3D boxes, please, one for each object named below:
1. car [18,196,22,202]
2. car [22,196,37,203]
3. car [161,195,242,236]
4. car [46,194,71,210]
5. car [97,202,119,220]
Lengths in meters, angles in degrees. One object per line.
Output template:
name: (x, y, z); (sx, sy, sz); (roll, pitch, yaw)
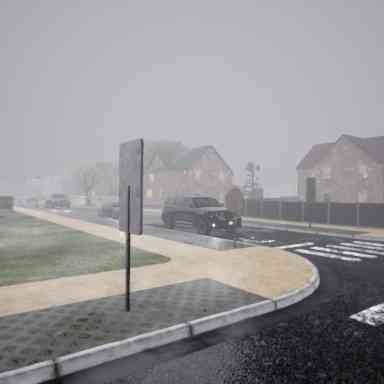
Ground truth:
car: (-41.094, 1.708, 81.085); (2.128, 1.511, 4.902); (1, -1, -36)
car: (-35.084, 1.563, 72.781); (2.128, 1.511, 4.902); (1, -1, -36)
car: (0.342, 1.205, 18.938); (2.150, 2.045, 5.566); (1, -1, -36)
car: (-17.891, 1.230, 44.281); (2.150, 2.045, 5.566); (1, -1, -35)
car: (-6.376, 1.526, 28.221); (2.033, 1.411, 5.357); (1, 0, -36)
